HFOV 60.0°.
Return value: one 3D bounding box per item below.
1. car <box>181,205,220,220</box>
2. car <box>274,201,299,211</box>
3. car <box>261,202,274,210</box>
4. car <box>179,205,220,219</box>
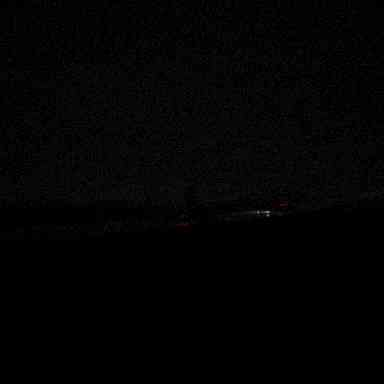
[{"bbox_3d":[0.940,2.029,32.201,1.837,1.490,4.892,-1,-2,36],"label":"car"},{"bbox_3d":[15.086,2.126,51.858,2.128,1.511,4.902,-1,0,36],"label":"car"},{"bbox_3d":[12.654,2.324,54.583,1.895,1.301,4.718,-1,0,36],"label":"car"},{"bbox_3d":[0.962,2.235,38.551,2.033,1.411,5.357,-1,-2,36],"label":"car"}]
